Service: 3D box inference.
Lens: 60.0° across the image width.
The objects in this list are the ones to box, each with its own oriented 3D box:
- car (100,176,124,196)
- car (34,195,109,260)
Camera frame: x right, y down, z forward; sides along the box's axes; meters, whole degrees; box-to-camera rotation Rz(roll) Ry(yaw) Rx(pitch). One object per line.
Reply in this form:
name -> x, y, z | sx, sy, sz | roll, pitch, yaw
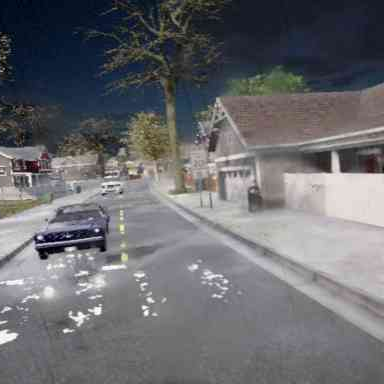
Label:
car -> -8.883, -0.763, 37.063 | 2.150, 2.045, 5.566 | -6, 4, -9
car -> -3.745, 1.093, 10.951 | 1.895, 1.301, 4.718 | -6, 4, -13
